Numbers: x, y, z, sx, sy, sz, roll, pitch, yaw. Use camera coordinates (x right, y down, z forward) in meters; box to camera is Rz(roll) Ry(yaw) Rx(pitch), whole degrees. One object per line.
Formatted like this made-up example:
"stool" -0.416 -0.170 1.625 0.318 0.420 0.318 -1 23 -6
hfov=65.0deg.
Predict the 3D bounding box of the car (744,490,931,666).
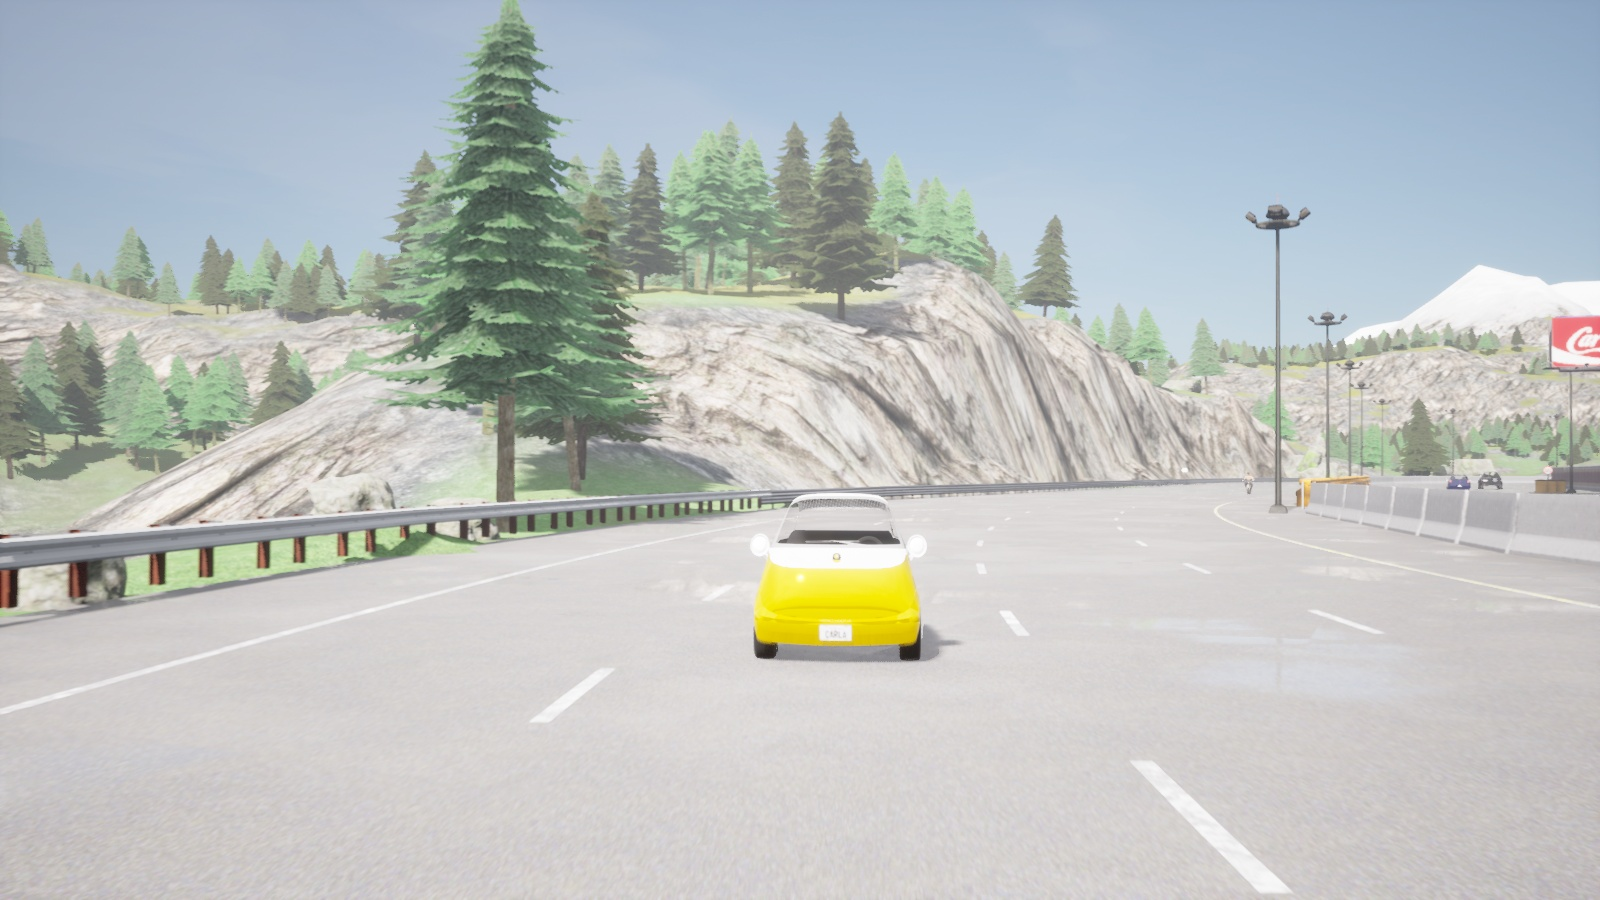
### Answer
"car" 0.369 1.054 11.111 1.481 1.376 2.207 0 -1 4
